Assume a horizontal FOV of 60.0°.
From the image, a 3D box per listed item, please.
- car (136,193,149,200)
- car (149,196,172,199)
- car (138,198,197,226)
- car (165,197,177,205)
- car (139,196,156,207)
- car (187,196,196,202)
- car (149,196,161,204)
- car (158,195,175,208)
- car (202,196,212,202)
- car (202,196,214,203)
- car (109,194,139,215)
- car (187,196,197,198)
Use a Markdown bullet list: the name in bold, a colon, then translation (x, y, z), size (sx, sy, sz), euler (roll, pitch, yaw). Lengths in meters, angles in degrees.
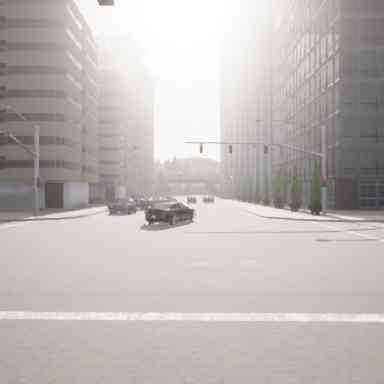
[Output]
- **car**: translation (-7.129, 1.221, 44.031), size (2.150, 2.045, 5.566), euler (0, 0, 0)
- **car**: translation (-3.628, 1.505, 38.940), size (1.837, 1.490, 4.892), euler (0, 0, 0)
- **car**: translation (-1.445, 1.432, 23.535), size (1.882, 1.535, 5.008), euler (1, 0, 24)
- **car**: translation (-3.621, 1.601, 57.913), size (1.895, 1.301, 4.718), euler (0, 0, 0)
- **car**: translation (-7.129, 1.491, 53.990), size (2.128, 1.511, 4.902), euler (0, 0, 0)
- **car**: translation (-0.055, 1.522, 75.991), size (1.994, 1.385, 4.181), euler (0, 0, 0)
- **car**: translation (-7.091, 1.505, 64.482), size (1.837, 1.490, 4.892), euler (0, 0, 0)
- **car**: translation (-3.631, 1.352, 48.144), size (2.097, 1.767, 4.553), euler (0, 0, 0)
- **car**: translation (3.445, 1.528, 76.167), size (1.994, 1.385, 4.181), euler (0, 0, 0)
- **car**: translation (3.452, 1.505, 67.500), size (1.837, 1.490, 4.892), euler (0, 0, 0)
- **car**: translation (-7.125, 1.352, 34.442), size (2.097, 1.767, 4.553), euler (0, 0, 0)
- **car**: translation (-0.048, 1.478, 66.664), size (1.882, 1.535, 5.008), euler (0, 0, 0)
